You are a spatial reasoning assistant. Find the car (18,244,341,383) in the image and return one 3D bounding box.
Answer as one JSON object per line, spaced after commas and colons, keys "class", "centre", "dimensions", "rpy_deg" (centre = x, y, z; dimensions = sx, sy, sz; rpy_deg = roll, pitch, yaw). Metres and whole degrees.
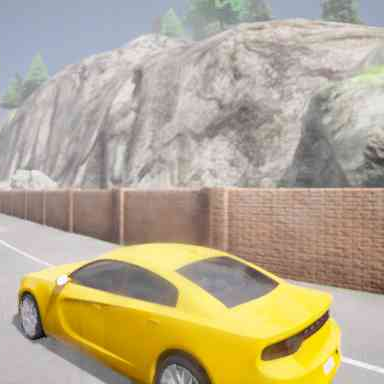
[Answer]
{"class": "car", "centre": [-0.625, 1.492, 4.729], "dimensions": [5.008, 1.535, 1.882], "rpy_deg": [0, 0, 39]}
